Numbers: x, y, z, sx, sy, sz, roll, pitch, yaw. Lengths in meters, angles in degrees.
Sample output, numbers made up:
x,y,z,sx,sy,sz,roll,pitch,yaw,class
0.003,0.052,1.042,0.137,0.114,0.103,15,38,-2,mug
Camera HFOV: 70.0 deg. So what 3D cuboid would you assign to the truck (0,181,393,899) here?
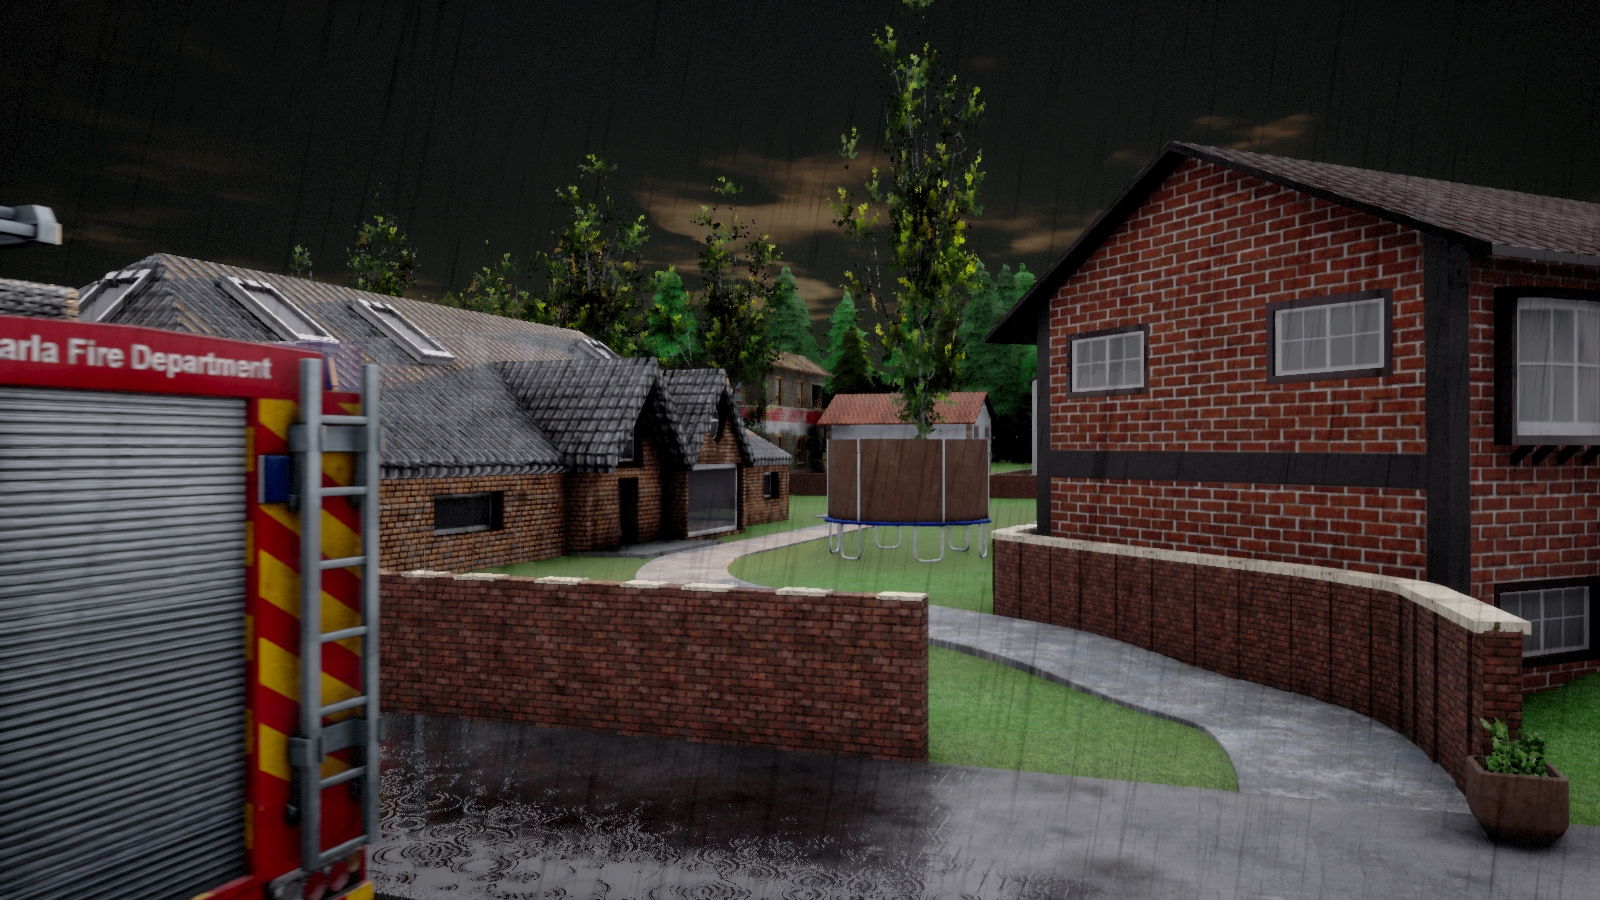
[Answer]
x,y,z,sx,sy,sz,roll,pitch,yaw,class
-6.751,0.890,6.535,8.468,3.827,2.891,0,0,21,truck
